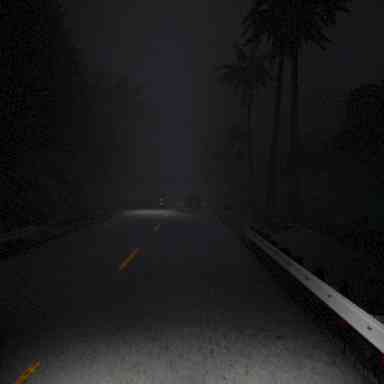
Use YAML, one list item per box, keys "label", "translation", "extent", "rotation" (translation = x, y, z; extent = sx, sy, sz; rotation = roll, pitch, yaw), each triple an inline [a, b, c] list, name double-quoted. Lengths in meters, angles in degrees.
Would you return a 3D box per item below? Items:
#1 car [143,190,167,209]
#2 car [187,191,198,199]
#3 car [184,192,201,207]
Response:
- label: "car"
  translation: [-4.065, 0.765, 37.072]
  extent: [2.150, 2.045, 5.566]
  rotation: [0, 1, 0]
- label: "car"
  translation: [0.098, 0.665, 66.975]
  extent: [2.128, 1.511, 4.902]
  rotation: [0, 1, 0]
- label: "car"
  translation: [0.098, 0.995, 40.150]
  extent: [2.128, 1.511, 4.902]
  rotation: [0, 1, 0]
